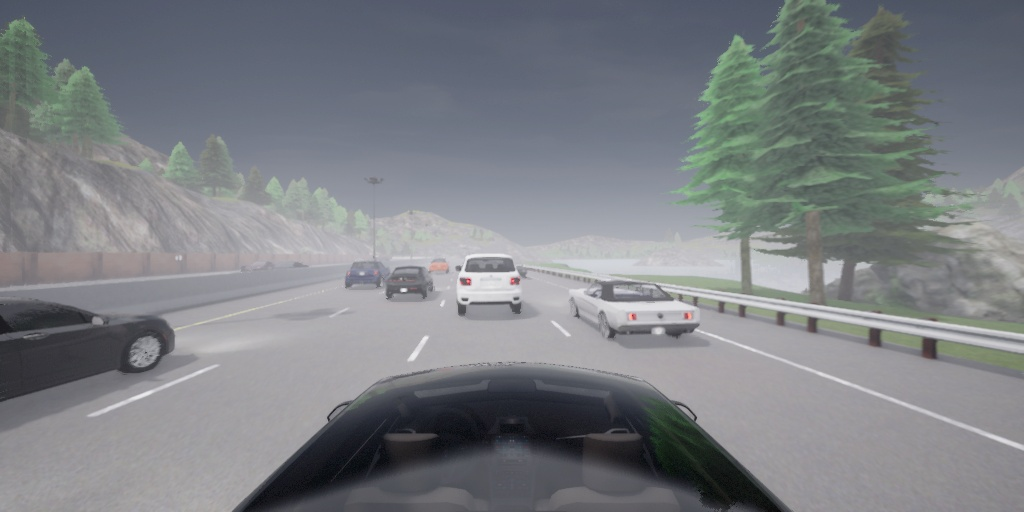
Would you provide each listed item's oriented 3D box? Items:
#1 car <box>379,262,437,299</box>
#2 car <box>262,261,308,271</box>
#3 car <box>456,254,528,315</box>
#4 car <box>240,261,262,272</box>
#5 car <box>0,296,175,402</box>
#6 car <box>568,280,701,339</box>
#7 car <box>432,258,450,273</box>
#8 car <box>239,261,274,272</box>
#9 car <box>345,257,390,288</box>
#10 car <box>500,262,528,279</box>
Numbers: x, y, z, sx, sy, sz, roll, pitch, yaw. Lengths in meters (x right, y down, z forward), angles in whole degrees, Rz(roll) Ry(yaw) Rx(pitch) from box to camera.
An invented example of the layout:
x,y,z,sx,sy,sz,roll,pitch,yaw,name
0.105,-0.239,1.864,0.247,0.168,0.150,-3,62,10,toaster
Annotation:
x,y,z,sx,sy,sz,roll,pitch,yaw,name
-5.050,1.237,18.093,1.837,1.490,4.892,0,0,-7,car
-21.710,1.244,34.876,1.882,1.535,5.008,0,0,-8,car
-0.965,0.946,13.784,2.150,2.045,5.566,0,0,-7,car
-29.913,1.309,42.961,1.812,1.442,4.674,0,0,-8,car
-7.183,1.280,4.684,1.837,1.490,4.892,0,0,-2,car
2.956,1.317,9.913,1.895,1.301,4.718,0,0,-5,car
-8.287,1.041,41.306,2.097,1.767,4.553,0,0,-8,car
-34.155,1.391,48.130,1.895,1.301,4.718,0,0,-8,car
-9.357,1.090,23.770,2.097,1.767,4.553,0,0,-8,car
0.083,1.274,32.136,1.895,1.301,4.718,0,0,-8,car
